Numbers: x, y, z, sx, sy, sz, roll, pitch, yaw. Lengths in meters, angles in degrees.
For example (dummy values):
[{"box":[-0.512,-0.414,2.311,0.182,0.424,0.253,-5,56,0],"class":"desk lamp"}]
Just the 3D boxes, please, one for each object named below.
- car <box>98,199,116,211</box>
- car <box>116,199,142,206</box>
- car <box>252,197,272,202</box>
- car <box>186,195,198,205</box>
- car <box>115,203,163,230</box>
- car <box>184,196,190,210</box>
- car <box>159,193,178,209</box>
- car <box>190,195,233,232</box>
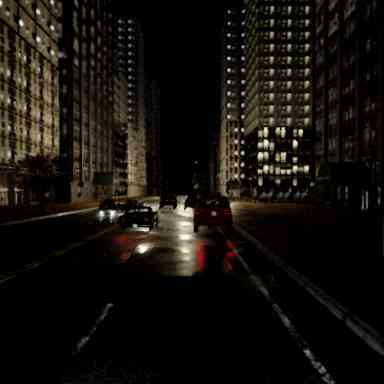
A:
[{"box":[-9.823,1.504,40.074,1.994,1.385,4.181,0,0,0],"class":"car"},{"box":[-6.585,1.491,36.896,2.033,1.411,5.357,0,0,0],"class":"car"},{"box":[15.922,1.712,75.319,4.403,1.369,2.008,1,0,-1],"class":"car"},{"box":[0.005,1.388,58.690,1.882,1.535,5.008,0,0,0],"class":"car"},{"box":[-3.149,1.569,20.603,1.895,1.301,4.718,0,0,0],"class":"car"},{"box":[0.042,1.287,42.242,2.097,1.767,4.553,0,0,0],"class":"car"},{"box":[-3.150,1.152,45.132,2.150,2.045,5.566,0,0,0],"class":"car"},{"box":[1.139,1.194,19.851,2.150,2.045,5.566,0,0,0],"class":"car"}]
